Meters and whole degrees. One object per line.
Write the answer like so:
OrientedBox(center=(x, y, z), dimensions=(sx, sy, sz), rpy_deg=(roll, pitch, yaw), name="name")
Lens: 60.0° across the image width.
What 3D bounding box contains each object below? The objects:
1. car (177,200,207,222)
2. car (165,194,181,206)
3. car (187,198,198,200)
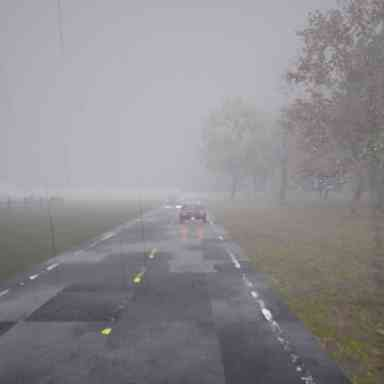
OrientedBox(center=(0.074, 1.507, 24.880), dimensions=(1.895, 1.301, 4.718), rpy_deg=(0, 0, 0), name="car")
OrientedBox(center=(-2.833, 1.151, 50.455), dimensions=(2.097, 1.767, 4.553), rpy_deg=(0, 0, 0), name="car")
OrientedBox(center=(0.070, 1.428, 44.247), dimensions=(1.895, 1.301, 4.718), rpy_deg=(0, 0, 0), name="car")
